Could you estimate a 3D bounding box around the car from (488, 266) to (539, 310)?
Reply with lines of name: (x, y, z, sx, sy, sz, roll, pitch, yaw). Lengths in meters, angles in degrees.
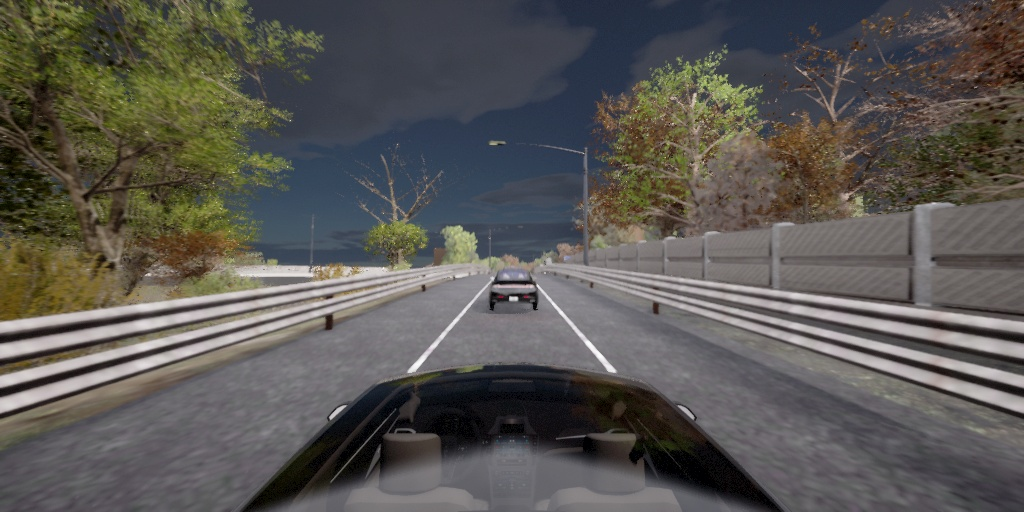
car: (0.069, 1.264, 14.786, 2.128, 1.511, 4.902, 0, 0, 0)
